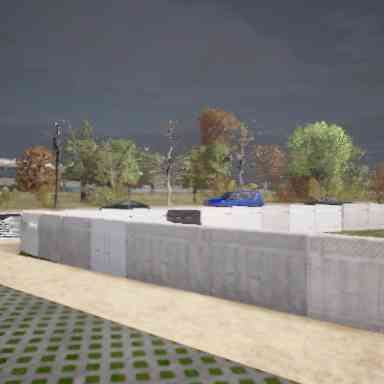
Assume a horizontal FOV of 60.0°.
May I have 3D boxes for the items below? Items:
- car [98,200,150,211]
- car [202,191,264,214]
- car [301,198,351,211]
[{"bbox_3d":[-5.438,1.348,26.685,4.181,1.385,1.994,0,2,-18],"label":"car"},{"bbox_3d":[3.672,0.931,29.720,5.566,2.045,2.150,0,2,-18],"label":"car"},{"bbox_3d":[13.200,1.240,32.913,4.718,1.301,1.895,0,2,-19],"label":"car"}]
